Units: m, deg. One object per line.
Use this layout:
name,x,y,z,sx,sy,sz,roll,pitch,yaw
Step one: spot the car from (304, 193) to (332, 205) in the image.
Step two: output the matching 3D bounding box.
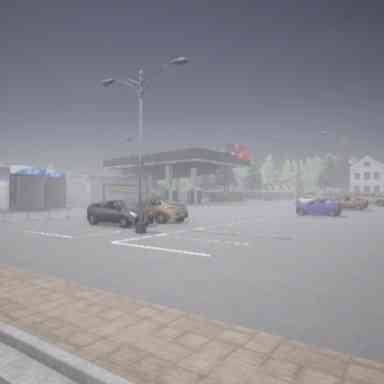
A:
car,19.950,1.040,52.793,3.866,1.878,1.905,0,0,36

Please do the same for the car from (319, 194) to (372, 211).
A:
car,16.467,1.258,35.854,4.514,1.523,2.007,0,0,36

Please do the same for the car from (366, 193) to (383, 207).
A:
car,24.376,1.059,45.504,4.605,1.855,1.932,0,0,36

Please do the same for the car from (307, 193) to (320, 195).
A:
car,17.499,1.324,50.465,3.806,1.475,1.970,0,0,36

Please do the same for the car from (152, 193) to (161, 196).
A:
car,-7.212,1.449,73.251,2.242,1.667,4.611,0,0,36

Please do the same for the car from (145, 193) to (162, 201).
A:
car,-9.235,1.283,80.091,1.905,1.878,3.866,0,0,36

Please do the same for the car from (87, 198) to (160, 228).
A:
car,-4.431,1.298,20.177,4.514,1.523,2.007,0,0,36

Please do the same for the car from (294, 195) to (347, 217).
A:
car,10.550,1.279,27.801,3.633,1.501,1.845,0,0,36

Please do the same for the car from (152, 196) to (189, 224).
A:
car,-2.626,1.289,22.743,5.027,1.636,2.152,0,0,36
